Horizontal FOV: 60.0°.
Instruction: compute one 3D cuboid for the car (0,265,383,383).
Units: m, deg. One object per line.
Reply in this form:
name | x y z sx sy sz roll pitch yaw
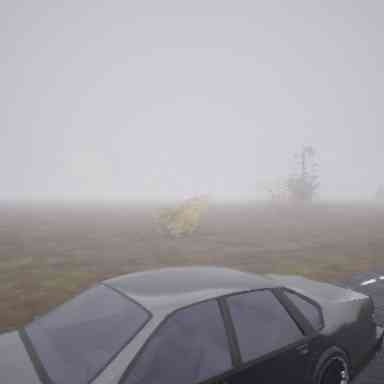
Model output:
car | -0.204 1.543 3.232 5.357 1.411 2.033 0 0 -36
